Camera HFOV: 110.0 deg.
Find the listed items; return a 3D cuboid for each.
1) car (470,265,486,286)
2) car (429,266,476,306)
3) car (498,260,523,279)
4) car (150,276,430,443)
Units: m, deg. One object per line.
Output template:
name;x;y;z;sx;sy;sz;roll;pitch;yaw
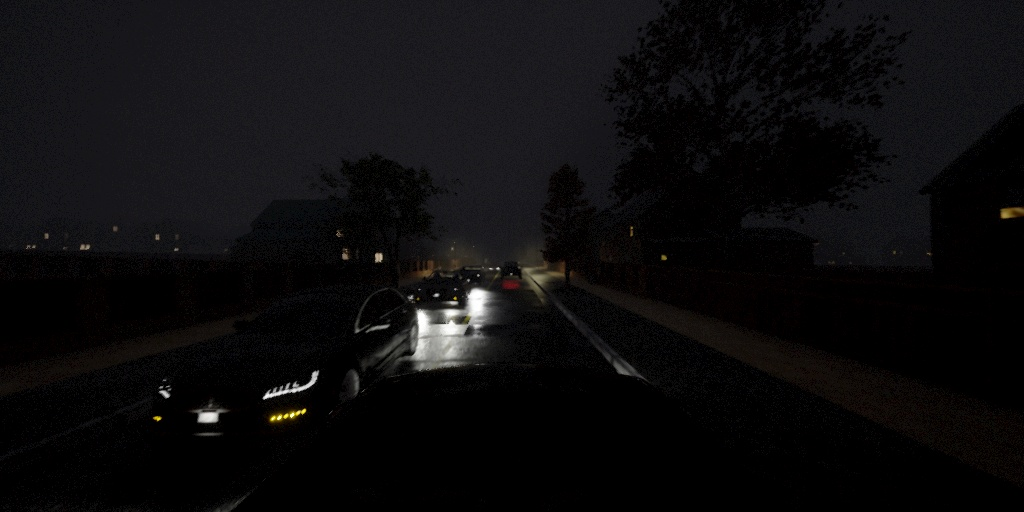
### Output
car;-2.947;1.361;25.839;1.895;1.301;4.718;0;0;0
car;-2.916;1.320;15.777;1.994;1.385;4.181;0;0;-1
car;-0.073;1.263;32.371;1.837;1.490;4.892;0;0;0
car;-2.861;1.262;5.793;1.837;1.490;4.892;0;0;0
